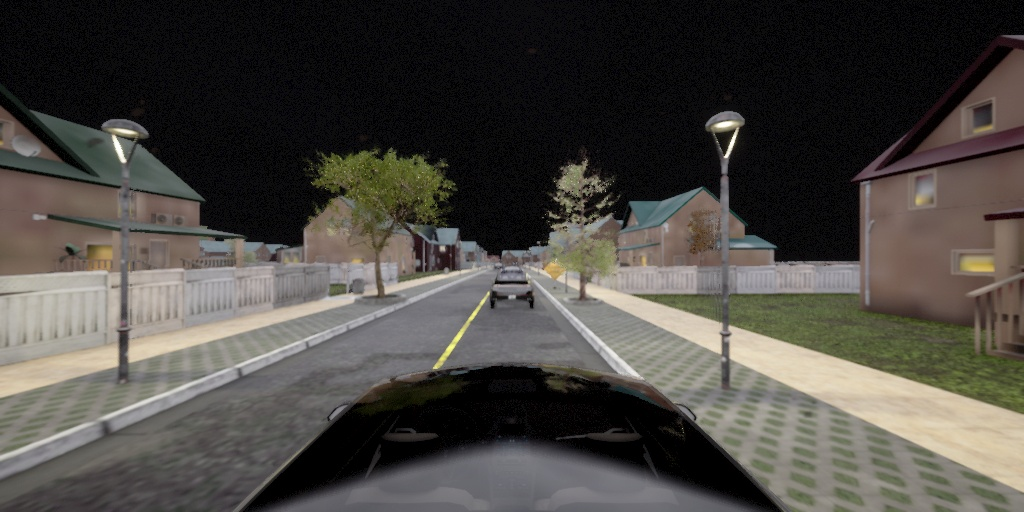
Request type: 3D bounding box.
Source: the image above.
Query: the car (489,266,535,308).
[{"bbox_3d":[0.008,1.387,16.152,2.128,1.511,4.902,0,-1,0],"label":"car"}]

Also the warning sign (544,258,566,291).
[{"bbox_3d":[2.524,1.064,21.208,1.300,1.860,1.060,0,0,0],"label":"warning sign"}]

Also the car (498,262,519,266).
[{"bbox_3d":[0.015,1.541,31.323,1.882,1.535,5.008,0,0,0],"label":"car"}]
